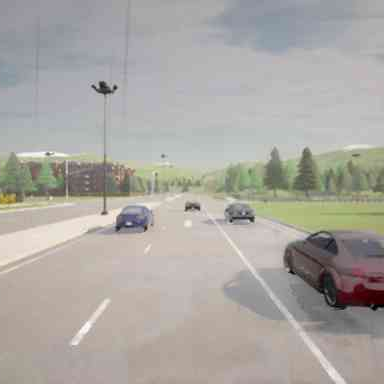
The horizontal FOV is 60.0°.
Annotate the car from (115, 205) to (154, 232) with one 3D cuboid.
[{"bbox_3d":[-3.401,1.527,20.258,1.812,1.442,4.674,0,0,0],"label":"car"}]

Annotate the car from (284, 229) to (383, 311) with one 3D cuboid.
[{"bbox_3d":[3.602,1.564,7.848,1.994,1.385,4.181,0,0,0],"label":"car"}]

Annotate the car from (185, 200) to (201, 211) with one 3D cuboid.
[{"bbox_3d":[0.100,1.603,41.223,1.895,1.301,4.718,0,0,0],"label":"car"}]

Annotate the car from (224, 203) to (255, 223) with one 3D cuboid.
[{"bbox_3d":[3.600,1.549,25.684,2.033,1.411,5.357,0,0,0],"label":"car"}]
